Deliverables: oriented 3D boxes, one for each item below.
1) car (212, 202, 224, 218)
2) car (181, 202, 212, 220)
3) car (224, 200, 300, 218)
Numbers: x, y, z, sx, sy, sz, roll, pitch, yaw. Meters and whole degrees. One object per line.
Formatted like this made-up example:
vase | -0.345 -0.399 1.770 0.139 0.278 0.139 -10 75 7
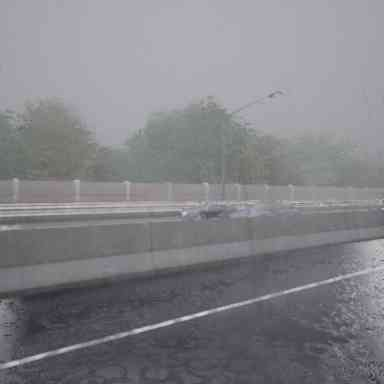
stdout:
car | 4.349 1.595 24.112 5.357 1.411 2.033 0 0 -35
car | 1.408 1.532 26.326 4.902 1.511 2.128 0 0 -35
car | 4.469 1.393 19.929 4.553 1.767 2.097 0 0 -35
